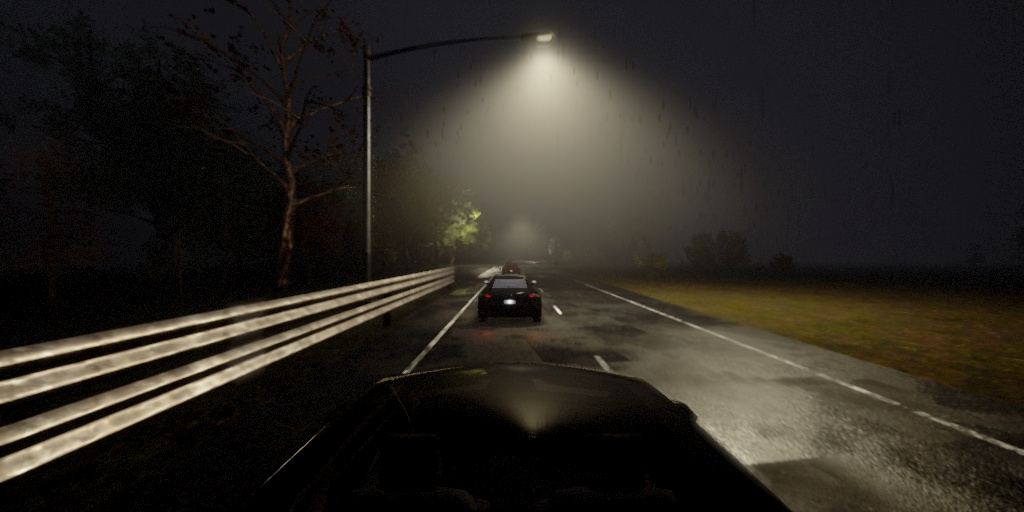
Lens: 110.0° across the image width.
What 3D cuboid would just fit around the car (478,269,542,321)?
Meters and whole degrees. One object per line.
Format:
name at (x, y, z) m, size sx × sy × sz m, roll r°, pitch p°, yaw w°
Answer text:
car at (-0.065, 1.315, 12.516) m, size 1.994 × 1.385 × 4.181 m, roll 0°, pitch 0°, yaw 0°

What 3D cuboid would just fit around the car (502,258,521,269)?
car at (-0.069, 1.269, 37.425) m, size 1.812 × 1.442 × 4.674 m, roll 0°, pitch 0°, yaw 0°
